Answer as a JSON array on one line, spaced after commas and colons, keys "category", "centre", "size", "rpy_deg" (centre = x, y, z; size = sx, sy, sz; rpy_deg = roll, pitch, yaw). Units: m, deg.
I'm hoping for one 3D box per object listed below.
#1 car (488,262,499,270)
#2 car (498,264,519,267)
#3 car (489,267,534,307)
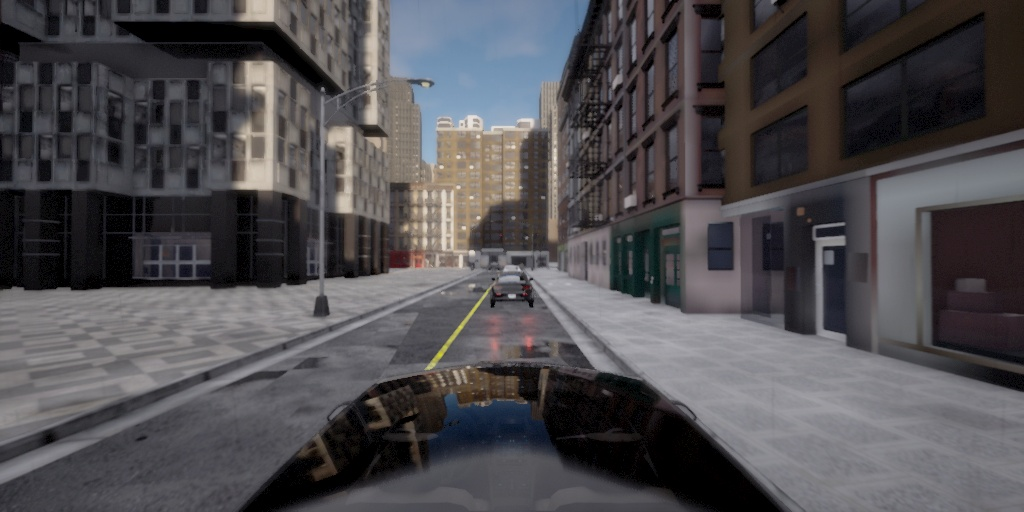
[{"category": "car", "centre": [-2.982, 1.757, 61.184], "size": [1.812, 1.442, 4.674], "rpy_deg": [0, -1, 0]}, {"category": "car", "centre": [0.017, 1.533, 31.221], "size": [1.812, 1.442, 4.674], "rpy_deg": [0, 0, 0]}, {"category": "car", "centre": [0.011, 1.407, 16.227], "size": [1.812, 1.442, 4.674], "rpy_deg": [0, 0, 0]}]
